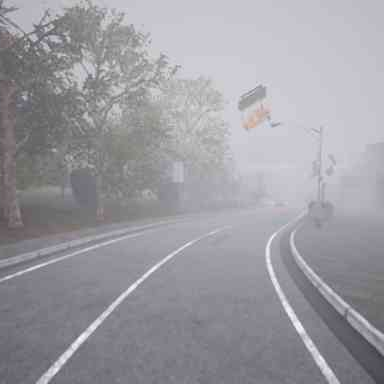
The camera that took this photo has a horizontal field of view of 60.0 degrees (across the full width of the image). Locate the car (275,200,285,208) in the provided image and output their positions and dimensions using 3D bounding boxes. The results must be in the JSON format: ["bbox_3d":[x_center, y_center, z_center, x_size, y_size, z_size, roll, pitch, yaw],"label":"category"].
[{"bbox_3d":[17.869,2.382,67.540,2.033,1.411,5.357,2,0,18],"label":"car"}]

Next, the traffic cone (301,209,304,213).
[{"bbox_3d":[16.005,2.670,48.167,0.340,0.580,0.340,5,-14,28],"label":"traffic cone"}]

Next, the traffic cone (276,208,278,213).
[{"bbox_3d":[10.922,2.513,43.531,0.340,0.580,0.340,2,0,22],"label":"traffic cone"}]

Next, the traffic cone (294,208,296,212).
[{"bbox_3d":[15.010,2.672,48.341,0.340,0.580,0.340,2,0,22],"label":"traffic cone"}]

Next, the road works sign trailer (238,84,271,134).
[{"bbox_3d":[4.603,-6.979,26.167,2.380,2.880,3.560,-30,-18,1],"label":"road works sign trailer"}]
